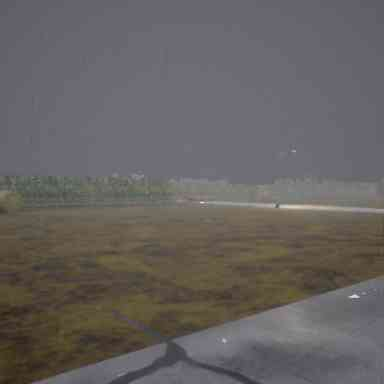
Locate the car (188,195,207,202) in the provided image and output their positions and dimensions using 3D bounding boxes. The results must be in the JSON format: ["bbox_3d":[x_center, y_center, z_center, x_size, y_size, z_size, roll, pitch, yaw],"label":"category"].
[{"bbox_3d":[1.000,1.290,63.975,1.994,1.385,4.181,-1,1,-35],"label":"car"}]
